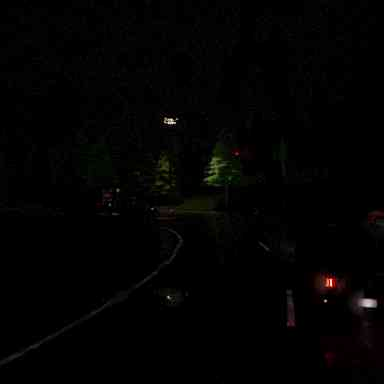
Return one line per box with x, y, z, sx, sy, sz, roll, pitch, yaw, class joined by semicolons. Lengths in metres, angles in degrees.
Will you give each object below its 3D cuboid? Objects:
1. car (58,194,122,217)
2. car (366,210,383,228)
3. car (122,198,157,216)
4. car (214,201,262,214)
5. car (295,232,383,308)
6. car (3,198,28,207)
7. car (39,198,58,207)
-9.635;1.222;31.242;5.566;2.045;2.150;0;0;32;car
13.629;1.478;20.677;5.008;1.535;1.882;0;0;32;car
-5.472;1.565;32.752;4.181;1.385;1.994;0;0;32;car
4.678;1.602;34.617;4.718;1.301;1.895;0;0;32;car
3.510;1.601;7.823;1.895;1.301;4.718;0;0;13;car
-26.689;1.565;50.305;4.181;1.385;1.994;0;0;32;car
-21.652;1.566;51.261;4.181;1.385;1.994;0;0;32;car
